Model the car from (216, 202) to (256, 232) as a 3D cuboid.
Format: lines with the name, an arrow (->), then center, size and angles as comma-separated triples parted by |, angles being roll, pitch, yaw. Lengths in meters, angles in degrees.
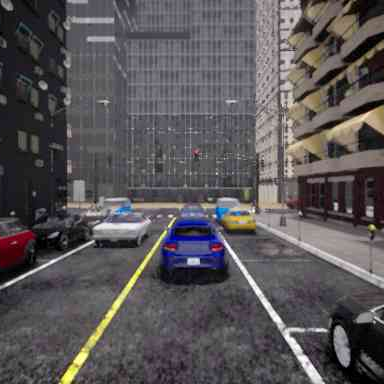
car -> 2.671, 1.546, 19.828 | 1.752, 1.417, 4.829 | -1, 0, 0

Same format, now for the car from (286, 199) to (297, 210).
car -> 15.219, 1.393, 44.596 | 5.009, 1.841, 2.192 | 0, 0, 0

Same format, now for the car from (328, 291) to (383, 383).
car -> 2.679, 1.554, 2.853 | 2.008, 1.369, 4.403 | -1, 0, 0

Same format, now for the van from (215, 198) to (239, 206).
van -> 2.666, 1.368, 25.260 | 1.690, 1.788, 3.998 | -1, 0, 0

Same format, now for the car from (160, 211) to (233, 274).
car -> 0.045, 1.536, 10.443 | 1.812, 1.442, 4.674 | 0, 0, 0

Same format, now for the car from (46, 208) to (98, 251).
car -> -5.706, 1.580, 14.081 | 1.947, 1.339, 4.313 | -1, 0, 0

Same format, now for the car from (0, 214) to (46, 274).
car -> -5.705, 1.449, 8.480 | 1.967, 1.590, 4.097 | -1, 0, 0

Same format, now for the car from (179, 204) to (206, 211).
car -> 0.050, 1.572, 23.804 | 2.033, 1.411, 5.357 | 0, 0, 1

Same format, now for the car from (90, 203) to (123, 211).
car -> -5.709, 1.571, 19.683 | 2.008, 1.369, 4.403 | -1, 0, 0

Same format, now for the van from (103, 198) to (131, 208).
van -> -5.714, 1.368, 25.285 | 1.690, 1.788, 3.998 | -1, 0, 0

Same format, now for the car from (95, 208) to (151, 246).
car -> -3.098, 1.617, 15.465 | 1.895, 1.301, 4.718 | 0, 0, 0
